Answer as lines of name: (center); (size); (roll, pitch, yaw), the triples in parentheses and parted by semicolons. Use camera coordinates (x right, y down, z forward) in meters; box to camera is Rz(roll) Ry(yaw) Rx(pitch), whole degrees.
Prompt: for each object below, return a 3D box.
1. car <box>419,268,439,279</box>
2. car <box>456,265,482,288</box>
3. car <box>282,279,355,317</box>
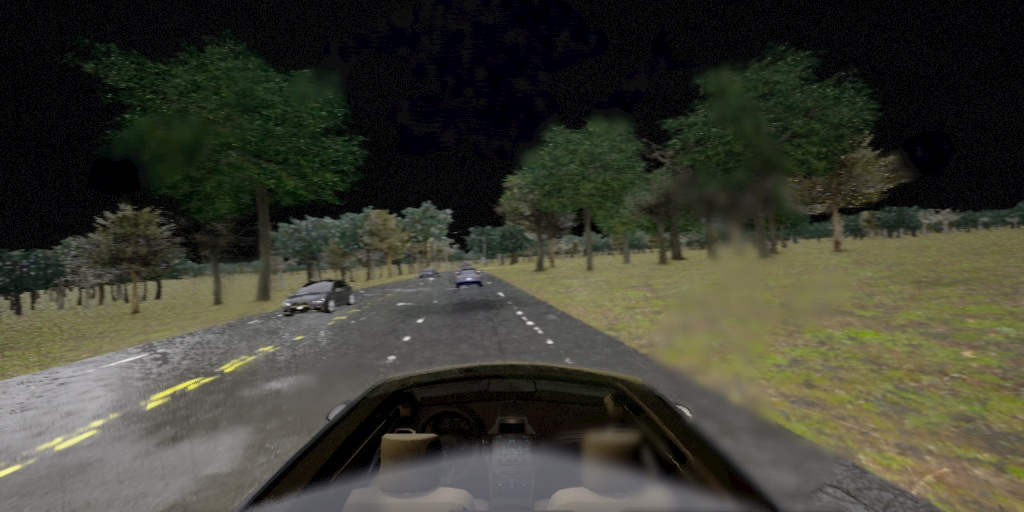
car: (-11.443, 2.358, 49.358); (1.994, 1.385, 4.181); (-4, -1, 0)
car: (-3.422, 1.688, 28.414); (1.994, 1.385, 4.181); (-4, 0, -7)
car: (-9.086, 1.923, 17.239); (1.837, 1.490, 4.892); (-4, 0, -7)
